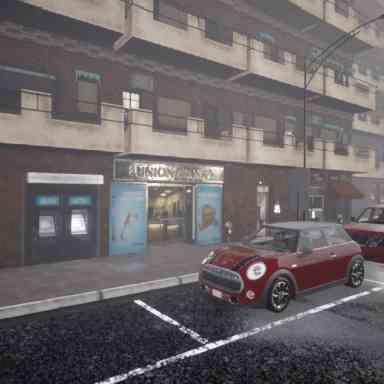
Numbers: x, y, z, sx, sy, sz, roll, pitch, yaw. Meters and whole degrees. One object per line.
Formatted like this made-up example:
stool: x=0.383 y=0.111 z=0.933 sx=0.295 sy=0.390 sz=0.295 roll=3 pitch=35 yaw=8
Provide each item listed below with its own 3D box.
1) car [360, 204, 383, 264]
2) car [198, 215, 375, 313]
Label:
car: x=6.607 y=1.320 z=10.827 sx=5.009 sy=1.841 sz=2.192 roll=0 pitch=0 yaw=-36
car: x=2.105 y=1.442 z=7.605 sx=4.097 sy=1.590 sz=1.967 roll=0 pitch=0 yaw=-36
